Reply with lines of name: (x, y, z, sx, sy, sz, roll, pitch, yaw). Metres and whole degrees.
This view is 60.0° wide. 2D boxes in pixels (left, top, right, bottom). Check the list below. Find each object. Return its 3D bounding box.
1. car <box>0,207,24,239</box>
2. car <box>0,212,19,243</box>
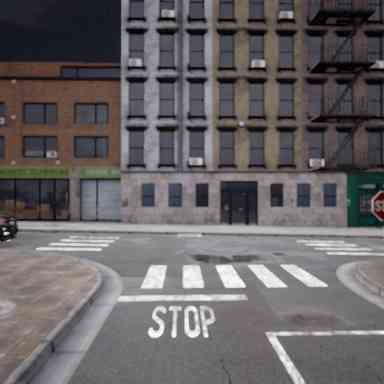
car: (-10.790, 1.453, 16.205, 4.181, 1.385, 1.994, 1, -1, -1)
car: (-9.408, 1.444, 13.290, 4.181, 1.385, 1.994, 1, -1, -1)
